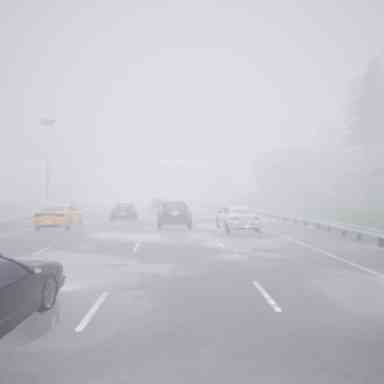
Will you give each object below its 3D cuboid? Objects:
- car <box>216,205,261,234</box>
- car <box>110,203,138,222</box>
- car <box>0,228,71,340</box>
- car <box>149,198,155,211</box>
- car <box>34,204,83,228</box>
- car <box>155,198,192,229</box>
[{"bbox_3d":[2.574,1.490,19.053,1.812,1.442,4.674,0,0,-5],"label":"car"},{"bbox_3d":[-5.273,1.532,26.119,1.994,1.385,4.181,0,0,-7],"label":"car"},{"bbox_3d":[-3.523,1.547,4.600,2.033,1.411,5.357,0,0,-2],"label":"car"},{"bbox_3d":[-4.082,1.448,40.316,1.837,1.490,4.892,0,0,-11],"label":"car"},{"bbox_3d":[-8.134,1.460,20.661,1.882,1.535,5.008,0,0,-6],"label":"car"},{"bbox_3d":[-1.222,1.320,21.676,2.097,1.767,4.553,0,0,-6],"label":"car"}]
